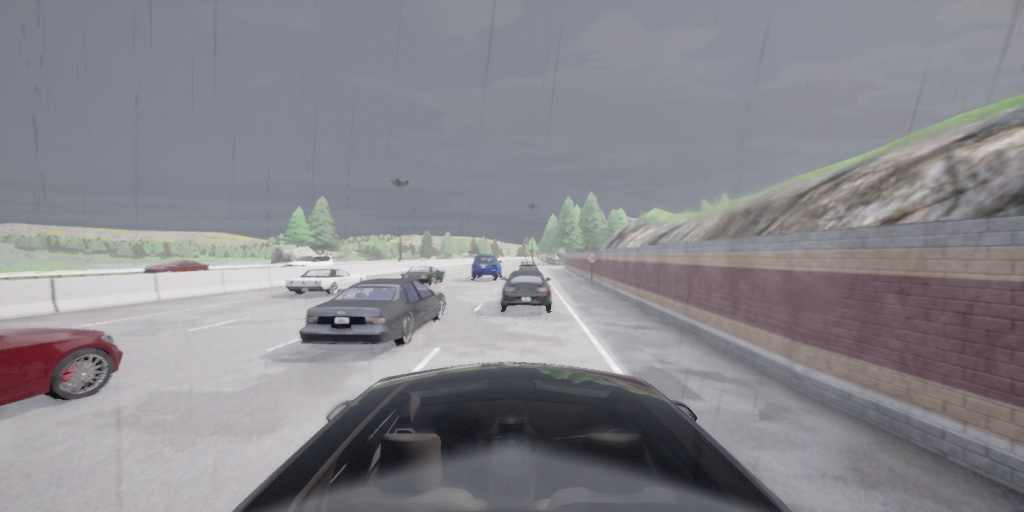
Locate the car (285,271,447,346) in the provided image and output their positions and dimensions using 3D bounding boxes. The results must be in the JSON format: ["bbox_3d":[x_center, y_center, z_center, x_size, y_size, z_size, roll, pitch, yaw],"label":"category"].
[{"bbox_3d":[-3.157,1.286,9.387,2.033,1.411,5.357,0,0,3],"label":"car"}]

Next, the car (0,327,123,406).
[{"bbox_3d":[-6.818,1.253,3.429,1.812,1.442,4.674,0,0,0],"label":"car"}]

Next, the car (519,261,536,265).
[{"bbox_3d":[1.603,1.242,36.143,2.128,1.511,4.902,0,0,3],"label":"car"}]

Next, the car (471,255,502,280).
[{"bbox_3d":[-2.141,0.960,31.041,2.150,2.045,5.566,0,0,3],"label":"car"}]

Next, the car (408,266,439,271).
[{"bbox_3d":[-5.952,1.328,24.589,1.895,1.301,4.718,0,0,3],"label":"car"}]

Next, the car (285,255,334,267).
[{"bbox_3d":[-19.577,0.900,34.916,2.150,2.045,5.566,0,0,3],"label":"car"}]

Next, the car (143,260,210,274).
[{"bbox_3d":[-30.237,1.126,32.489,1.882,1.535,5.008,0,0,3],"label":"car"}]

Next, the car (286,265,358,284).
[{"bbox_3d":[-9.708,1.317,19.215,1.895,1.301,4.718,0,0,3],"label":"car"}]

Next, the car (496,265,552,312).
[{"bbox_3d":[0.567,1.276,14.248,1.812,1.442,4.674,0,0,2],"label":"car"}]
